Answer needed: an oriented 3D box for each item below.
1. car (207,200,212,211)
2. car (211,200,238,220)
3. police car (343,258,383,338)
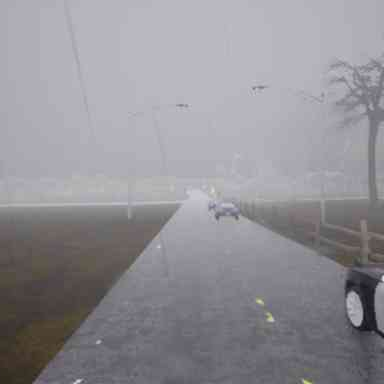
[{"bbox_3d":[2.873,1.599,41.114,1.895,1.301,4.718,0,0,1],"label":"car"},{"bbox_3d":[2.863,1.543,28.427,1.812,1.442,4.674,0,0,1],"label":"car"},{"bbox_3d":[3.580,1.437,3.966,1.930,1.638,5.238,0,0,0],"label":"police car"}]
